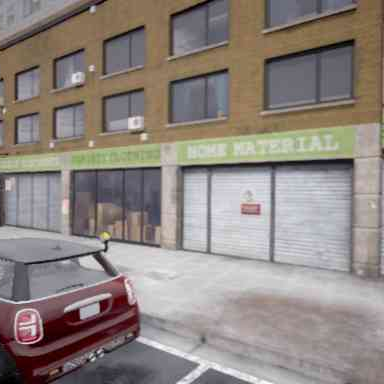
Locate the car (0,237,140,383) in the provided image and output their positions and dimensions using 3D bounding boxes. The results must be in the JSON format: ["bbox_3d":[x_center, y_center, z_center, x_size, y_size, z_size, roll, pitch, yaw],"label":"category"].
[{"bbox_3d":[-2.785,1.421,5.054,4.097,1.590,1.967,0,1,36],"label":"car"}]
